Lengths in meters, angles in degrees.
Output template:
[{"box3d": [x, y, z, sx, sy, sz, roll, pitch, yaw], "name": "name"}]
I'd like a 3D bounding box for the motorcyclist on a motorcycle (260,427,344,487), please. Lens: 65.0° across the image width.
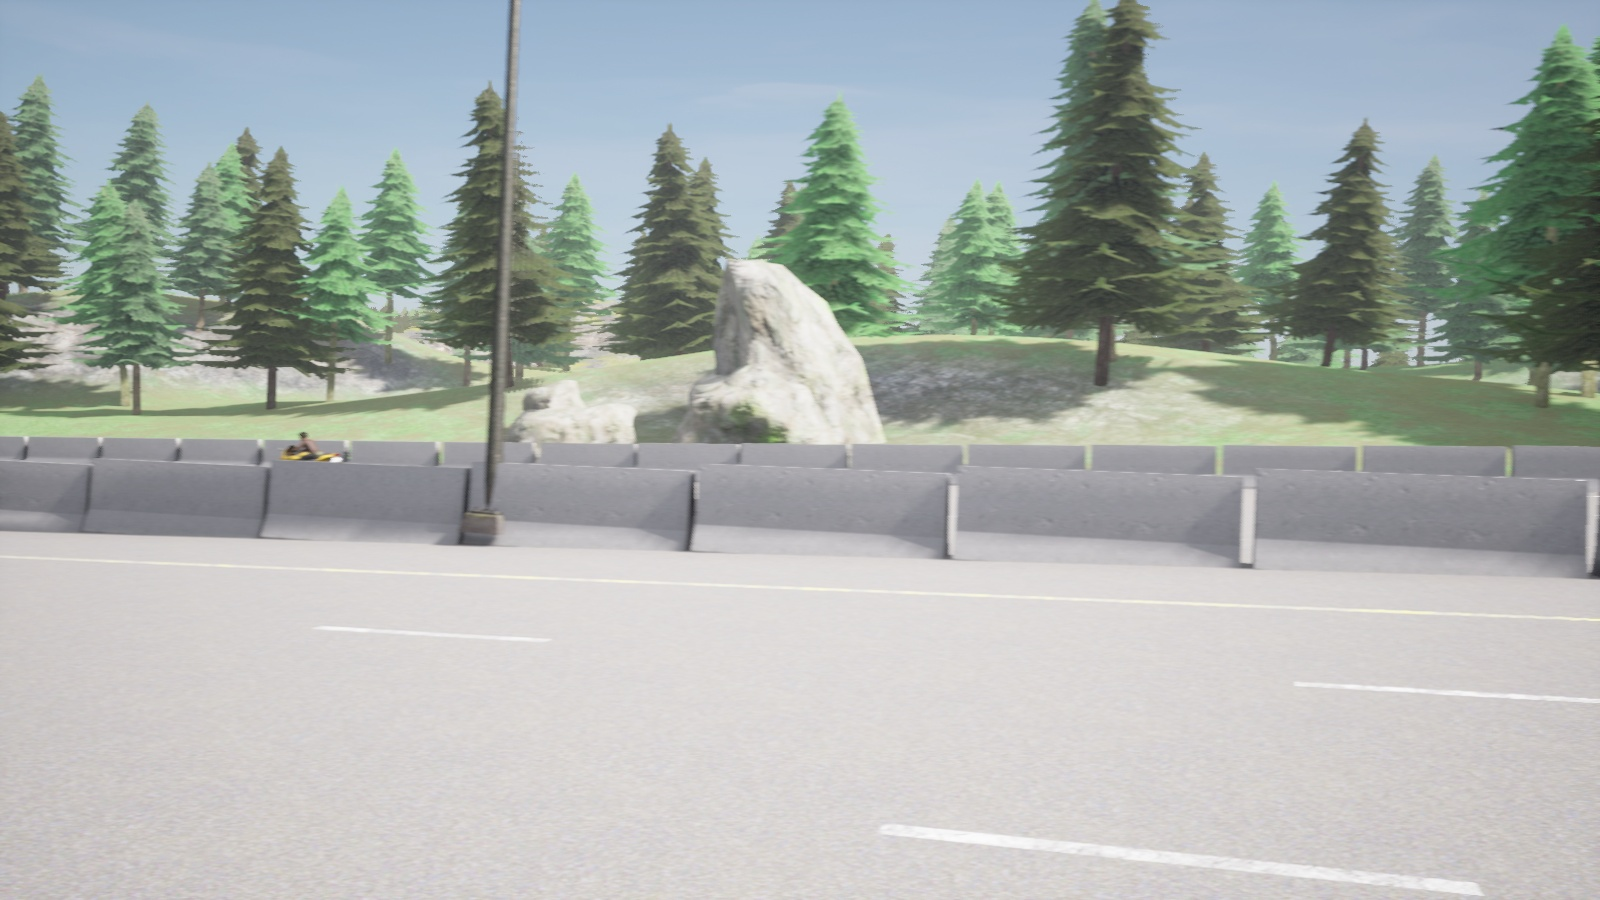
[{"box3d": [-13.278, 0.172, 33.507, 2.044, 1.523, 0.797, 1, 1, 19], "name": "motorcyclist on a motorcycle"}]
